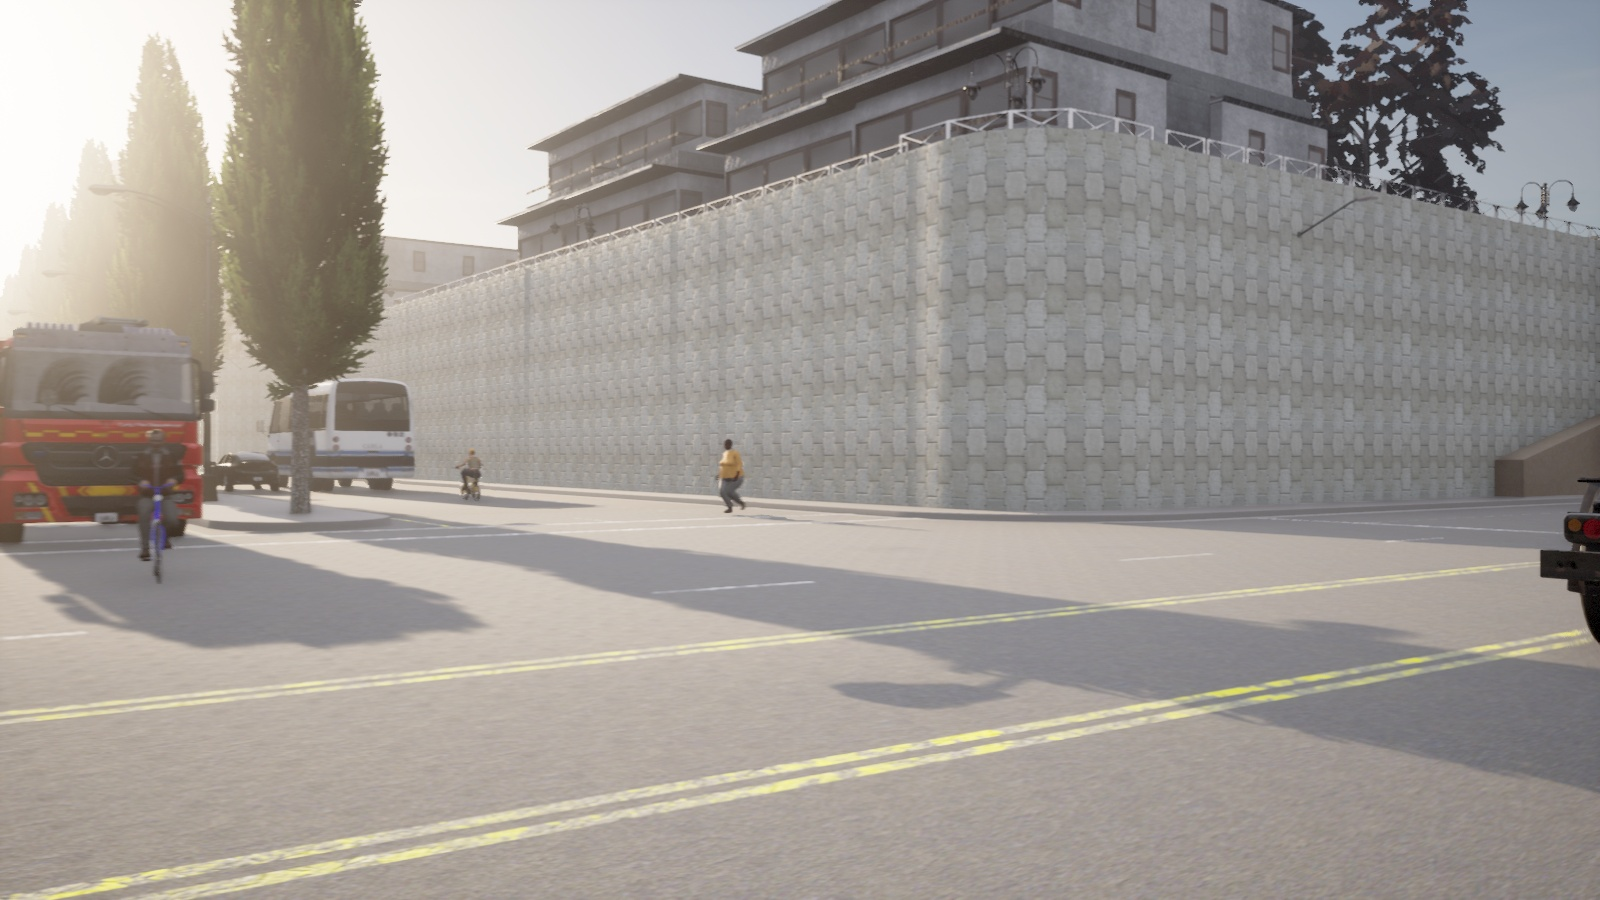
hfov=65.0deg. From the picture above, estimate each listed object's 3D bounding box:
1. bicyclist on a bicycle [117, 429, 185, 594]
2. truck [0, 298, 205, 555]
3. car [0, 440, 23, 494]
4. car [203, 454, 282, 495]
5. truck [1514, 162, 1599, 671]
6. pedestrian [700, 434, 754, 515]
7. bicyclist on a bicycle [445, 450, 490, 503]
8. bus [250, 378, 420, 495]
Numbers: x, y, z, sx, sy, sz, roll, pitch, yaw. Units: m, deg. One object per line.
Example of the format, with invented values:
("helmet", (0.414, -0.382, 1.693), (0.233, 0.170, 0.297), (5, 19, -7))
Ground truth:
("bicyclist on a bicycle", (-7.511, 0.667, 14.505), (0.659, 1.776, 1.843), (0, 0, -28))
("truck", (-13.265, -0.336, 22.946), (2.891, 3.827, 8.468), (0, 0, -35))
("car", (-31.847, 0.651, 49.113), (2.150, 2.045, 5.566), (0, 0, -35))
("car", (-21.558, 0.914, 48.441), (1.837, 1.490, 4.892), (0, 0, -35))
("truck", (9.199, -0.232, 10.065), (7.936, 3.462, 2.891), (0, 0, -35))
("pedestrian", (-1.709, 0.573, 29.472), (0.874, 1.855, 0.900), (0, 0, 43))
("bicyclist on a bicycle", (-10.188, 0.797, 38.461), (0.866, 1.612, 1.509), (0, 0, -35))
("bus", (-19.075, -0.466, 50.997), (3.944, 4.253, 10.273), (0, 0, -35))
